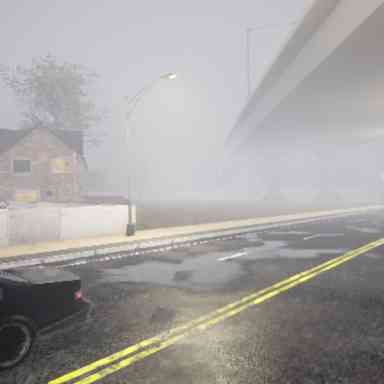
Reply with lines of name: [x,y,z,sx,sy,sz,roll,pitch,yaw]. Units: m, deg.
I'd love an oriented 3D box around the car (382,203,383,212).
car: [26.555,1.581,43.338,2.150,2.045,5.566,-1,-1,41]

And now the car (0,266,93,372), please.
car: [-3.912,1.620,3.891,2.033,1.411,5.357,-1,-1,42]
